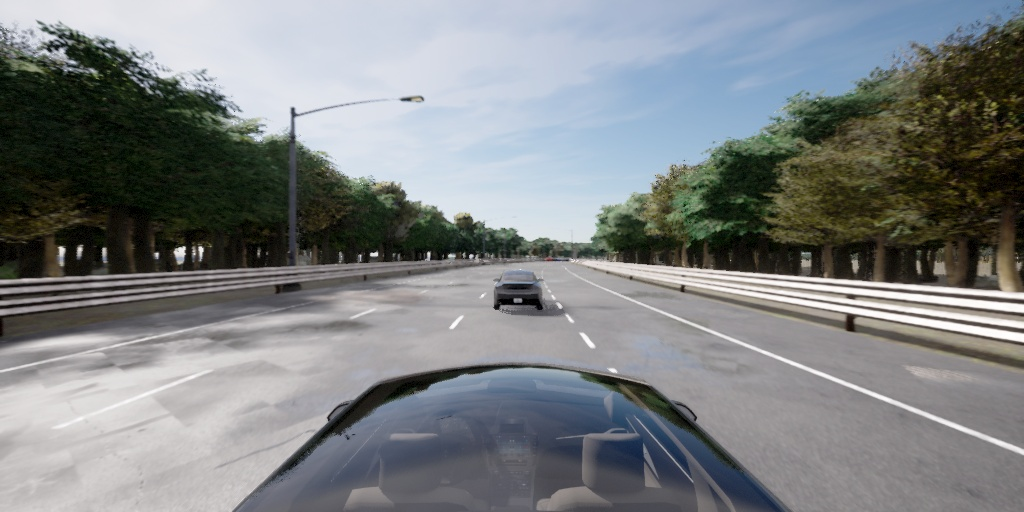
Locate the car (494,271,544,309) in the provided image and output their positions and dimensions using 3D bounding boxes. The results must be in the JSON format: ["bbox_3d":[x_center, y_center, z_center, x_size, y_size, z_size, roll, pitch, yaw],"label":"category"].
[{"bbox_3d":[0.277,1.347,15.093,1.837,1.490,4.892,0,-1,2],"label":"car"}]
